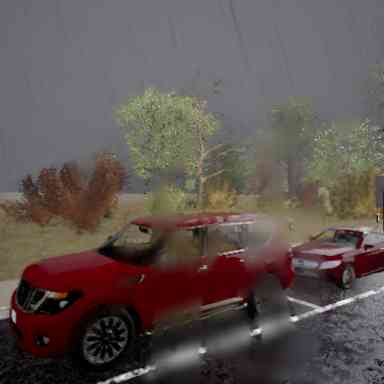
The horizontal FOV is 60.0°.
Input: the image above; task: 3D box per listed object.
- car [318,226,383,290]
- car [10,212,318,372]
[{"bbox_3d":[4.295,1.623,9.152,4.206,1.307,1.802,0,0,-35],"label":"car"},{"bbox_3d":[-0.306,1.329,5.868,5.009,1.841,2.192,0,0,-35],"label":"car"}]
